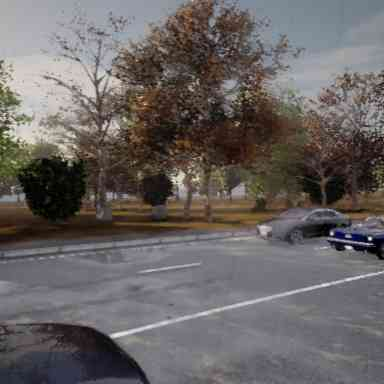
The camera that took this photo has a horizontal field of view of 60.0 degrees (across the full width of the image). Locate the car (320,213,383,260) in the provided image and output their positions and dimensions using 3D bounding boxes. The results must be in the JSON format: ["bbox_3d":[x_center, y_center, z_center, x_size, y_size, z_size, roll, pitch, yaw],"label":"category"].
[{"bbox_3d":[7.263,1.580,12.355,4.718,1.301,1.895,0,0,-29],"label":"car"}]

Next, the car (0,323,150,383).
[{"bbox_3d":[-2.238,1.552,1.996,4.181,1.385,1.994,0,0,-36],"label":"car"}]

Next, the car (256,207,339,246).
[{"bbox_3d":[5.152,1.456,15.131,4.902,1.511,2.128,0,0,-29],"label":"car"}]
